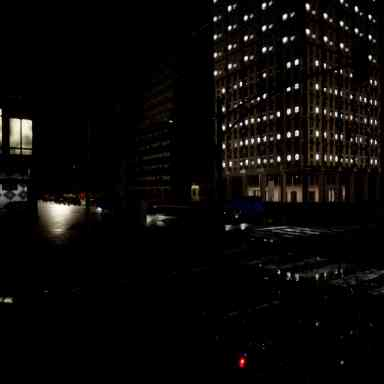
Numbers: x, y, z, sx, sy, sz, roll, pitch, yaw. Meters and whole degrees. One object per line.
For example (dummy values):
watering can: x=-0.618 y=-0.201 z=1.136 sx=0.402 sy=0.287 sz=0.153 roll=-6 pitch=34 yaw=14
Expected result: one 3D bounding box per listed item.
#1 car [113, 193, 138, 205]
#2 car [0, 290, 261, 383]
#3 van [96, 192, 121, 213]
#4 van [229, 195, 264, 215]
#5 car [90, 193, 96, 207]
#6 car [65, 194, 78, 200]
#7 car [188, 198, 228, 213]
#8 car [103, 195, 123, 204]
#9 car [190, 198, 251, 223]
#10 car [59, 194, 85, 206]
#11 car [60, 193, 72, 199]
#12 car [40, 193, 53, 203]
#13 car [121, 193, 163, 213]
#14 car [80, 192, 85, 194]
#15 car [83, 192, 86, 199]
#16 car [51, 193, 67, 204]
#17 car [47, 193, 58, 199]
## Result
car: x=-10.783 y=1.045 z=53.713 sx=2.192 sy=1.841 sz=5.009 roll=0 pitch=0 yaw=-34
car: x=-1.940 y=1.547 z=2.179 sx=5.357 sy=1.411 sz=2.033 roll=0 pitch=0 yaw=-36
van: x=-8.408 y=1.217 z=35.255 sx=1.690 sy=1.788 sz=3.998 roll=0 pitch=0 yaw=-34
van: x=4.833 y=1.201 z=30.845 sx=1.690 sy=1.788 sz=3.998 roll=0 pitch=0 yaw=-34
car: x=-12.672 y=1.328 z=46.220 sx=1.812 sy=1.442 sz=4.674 roll=-1 pitch=1 yaw=-34
car: x=-29.412 y=1.119 z=81.239 sx=2.008 sy=1.369 sz=4.403 roll=0 pitch=0 yaw=-34
car: x=1.655 y=1.380 z=35.381 sx=1.887 sy=1.381 sz=4.507 roll=0 pitch=0 yaw=-34
car: x=-13.887 y=1.248 z=58.302 sx=1.887 sy=1.381 sz=4.507 roll=0 pitch=0 yaw=-34
car: x=1.702 y=1.414 z=24.932 sx=2.128 sy=1.511 sz=4.902 roll=-1 pitch=1 yaw=-34
car: x=-17.722 y=1.363 z=49.018 sx=1.947 sy=1.339 sz=4.313 roll=0 pitch=0 yaw=-34
car: x=-32.612 y=1.066 z=85.967 sx=1.752 sy=1.417 sz=4.829 roll=0 pitch=0 yaw=-34
car: x=-27.037 y=1.299 z=62.780 sx=1.802 sy=1.307 sz=4.206 roll=0 pitch=0 yaw=-34
car: x=-5.165 y=1.088 z=35.075 sx=2.150 sy=2.045 sz=5.566 roll=-1 pitch=0 yaw=-34
car: x=-23.202 y=0.938 z=72.063 sx=2.192 sy=1.841 sz=5.009 roll=0 pitch=0 yaw=-34
car: x=-20.097 y=1.216 z=67.477 sx=1.947 sy=1.339 sz=4.313 roll=0 pitch=0 yaw=-34
car: x=-20.827 y=1.321 z=53.604 sx=2.008 sy=1.369 sz=4.403 roll=0 pitch=0 yaw=-34
car: x=-36.530 y=1.066 z=86.951 sx=1.812 sy=1.442 sz=4.674 roll=-1 pitch=1 yaw=-34
